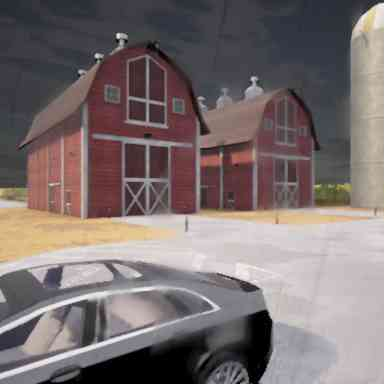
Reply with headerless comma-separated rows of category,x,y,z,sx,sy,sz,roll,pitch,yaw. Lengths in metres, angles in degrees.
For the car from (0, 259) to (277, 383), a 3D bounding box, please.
car,-1.343,1.492,3.032,4.902,1.511,2.128,0,0,-35
